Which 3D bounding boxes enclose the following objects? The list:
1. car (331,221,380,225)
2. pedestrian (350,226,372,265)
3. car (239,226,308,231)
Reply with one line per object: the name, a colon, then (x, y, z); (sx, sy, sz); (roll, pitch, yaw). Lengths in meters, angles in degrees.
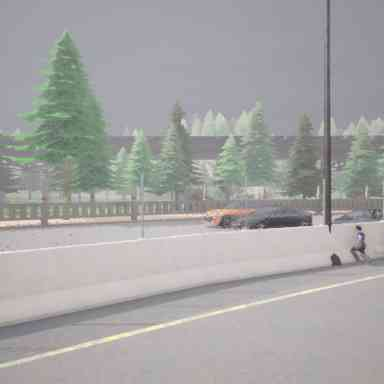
car: (8.667, 1.564, 16.544); (4.181, 1.385, 1.994); (0, 0, -25)
pedestrian: (5.230, 1.574, 10.308); (0.375, 1.300, 0.375); (0, 0, -29)
car: (4.411, 1.505, 18.367); (4.892, 1.490, 1.837); (0, 0, -27)
